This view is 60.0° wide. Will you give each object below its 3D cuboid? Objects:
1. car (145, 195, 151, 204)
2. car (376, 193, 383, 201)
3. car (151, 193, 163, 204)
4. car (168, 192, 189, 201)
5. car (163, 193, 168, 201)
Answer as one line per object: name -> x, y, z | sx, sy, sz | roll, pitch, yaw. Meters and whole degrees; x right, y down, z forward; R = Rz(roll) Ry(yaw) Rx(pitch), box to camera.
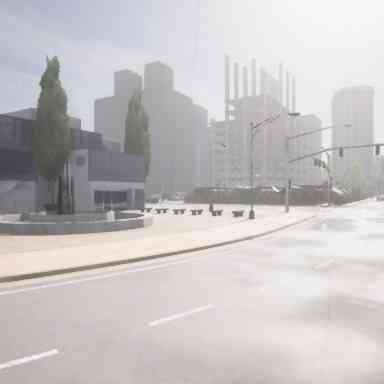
car -> -10.548, 1.492, 60.984 | 4.902, 1.511, 2.128 | 0, 0, 33
car -> 46.034, 1.517, 80.965 | 2.128, 1.511, 4.902 | 0, 0, 32
car -> -8.640, 1.482, 63.918 | 5.008, 1.535, 1.882 | 0, 0, 33
car -> -3.184, 1.391, 78.133 | 1.970, 1.475, 3.806 | 0, 0, 32
car -> -5.645, 1.152, 79.658 | 1.905, 1.878, 3.866 | 0, 0, 32
